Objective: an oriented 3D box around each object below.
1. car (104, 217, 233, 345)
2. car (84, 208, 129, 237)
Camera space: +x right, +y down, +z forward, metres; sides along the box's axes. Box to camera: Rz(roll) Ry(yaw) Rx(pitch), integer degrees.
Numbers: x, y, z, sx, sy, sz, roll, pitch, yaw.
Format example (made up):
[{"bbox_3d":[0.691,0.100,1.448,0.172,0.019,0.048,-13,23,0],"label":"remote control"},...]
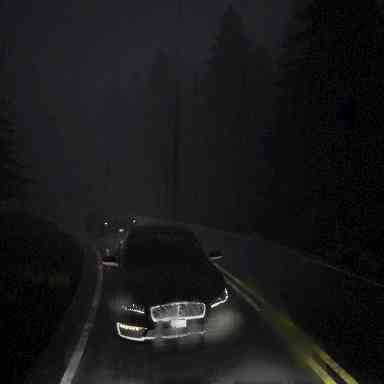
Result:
[{"bbox_3d":[-0.642,1.494,6.784,1.837,1.490,4.892,-1,0,-11],"label":"car"},{"bbox_3d":[-4.620,1.610,18.518,1.895,1.301,4.718,-3,1,-29],"label":"car"}]
